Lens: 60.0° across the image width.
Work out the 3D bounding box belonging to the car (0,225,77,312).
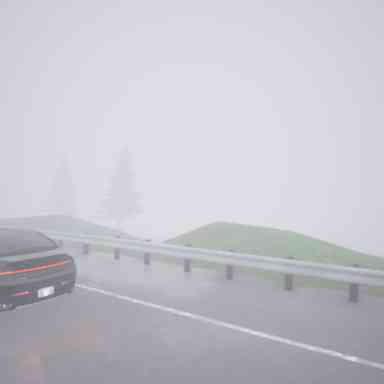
[{"bbox_3d":[-4.524,1.491,7.214,4.892,1.490,1.837,0,0,35],"label":"car"}]
